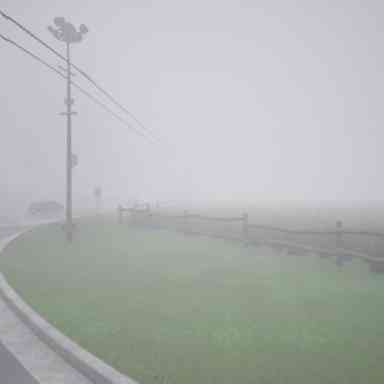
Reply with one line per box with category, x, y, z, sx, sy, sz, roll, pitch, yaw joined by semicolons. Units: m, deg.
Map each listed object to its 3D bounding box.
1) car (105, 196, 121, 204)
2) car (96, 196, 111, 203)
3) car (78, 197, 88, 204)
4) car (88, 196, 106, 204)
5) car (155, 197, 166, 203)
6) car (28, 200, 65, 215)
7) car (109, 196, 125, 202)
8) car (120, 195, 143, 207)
car;-15.264;1.711;67.323;1.837;1.490;4.892;0;0;7
car;-20.957;1.774;79.156;1.812;1.442;4.674;0;0;7
car;-22.072;1.729;69.219;1.837;1.490;4.892;0;0;7
car;-18.741;1.675;67.720;1.882;1.535;5.008;0;0;7
car;-7.183;1.759;76.372;1.994;1.385;4.181;0;0;7
car;-15.306;1.630;35.250;1.837;1.490;4.892;0;-1;7
car;-17.558;1.611;78.073;2.033;1.411;5.357;0;0;7
car;-9.543;1.707;54.862;2.033;1.411;5.357;0;0;7
